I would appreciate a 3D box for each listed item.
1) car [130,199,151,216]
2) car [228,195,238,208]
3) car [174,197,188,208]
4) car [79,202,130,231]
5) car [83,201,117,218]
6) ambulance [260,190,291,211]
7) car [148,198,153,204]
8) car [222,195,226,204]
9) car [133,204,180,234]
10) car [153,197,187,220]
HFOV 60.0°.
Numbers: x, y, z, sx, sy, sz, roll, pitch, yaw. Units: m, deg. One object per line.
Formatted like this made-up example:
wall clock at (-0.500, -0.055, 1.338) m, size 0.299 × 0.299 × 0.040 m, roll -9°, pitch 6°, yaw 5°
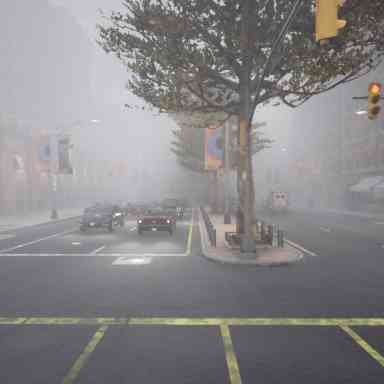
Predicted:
car at (-5.289, 1.601, 30.417) m, size 1.895 × 1.301 × 4.718 m, roll 0°, pitch 0°, yaw 1°
car at (6.527, 1.505, 49.538) m, size 1.837 × 1.490 × 4.892 m, roll 0°, pitch 0°, yaw 1°
car at (-1.541, 1.526, 48.415) m, size 1.812 × 1.442 × 4.674 m, roll 0°, pitch 0°, yaw 1°
car at (-5.401, 1.505, 20.533) m, size 1.837 × 1.490 × 4.892 m, roll 0°, pitch 0°, yaw 1°
car at (-8.434, 1.595, 30.925) m, size 1.895 × 1.301 × 4.718 m, roll 0°, pitch 0°, yaw 0°
ambulance at (9.920, 1.031, 40.077) m, size 2.351 × 2.431 × 6.366 m, roll 0°, pitch 0°, yaw 1°
car at (-5.157, 1.526, 40.645) m, size 1.812 × 1.442 × 4.674 m, roll 0°, pitch 0°, yaw 0°
car at (6.644, 1.352, 59.928) m, size 2.097 × 1.767 × 4.553 m, roll 0°, pitch 0°, yaw 1°
car at (-1.915, 1.601, 19.242) m, size 1.895 × 1.301 × 4.718 m, roll 0°, pitch 0°, yaw 1°
car at (-1.811, 1.352, 28.296) m, size 2.097 × 1.767 × 4.553 m, roll 0°, pitch 0°, yaw 1°
